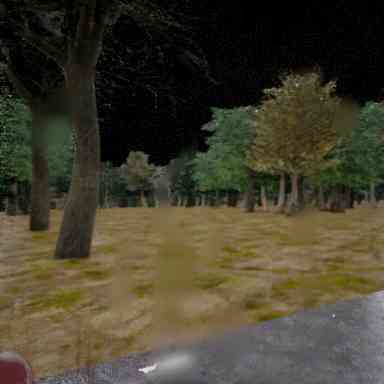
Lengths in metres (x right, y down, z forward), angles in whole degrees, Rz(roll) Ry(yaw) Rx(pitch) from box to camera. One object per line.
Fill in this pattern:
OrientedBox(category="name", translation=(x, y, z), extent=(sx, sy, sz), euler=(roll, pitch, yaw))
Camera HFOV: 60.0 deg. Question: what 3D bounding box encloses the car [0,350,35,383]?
OrientedBox(category="car", translation=(-3.001, 1.540, 1.139), extent=(4.674, 1.442, 1.812), euler=(1, -1, -32))
